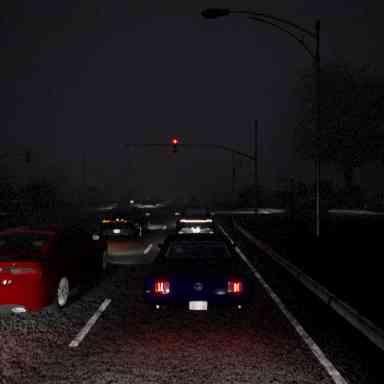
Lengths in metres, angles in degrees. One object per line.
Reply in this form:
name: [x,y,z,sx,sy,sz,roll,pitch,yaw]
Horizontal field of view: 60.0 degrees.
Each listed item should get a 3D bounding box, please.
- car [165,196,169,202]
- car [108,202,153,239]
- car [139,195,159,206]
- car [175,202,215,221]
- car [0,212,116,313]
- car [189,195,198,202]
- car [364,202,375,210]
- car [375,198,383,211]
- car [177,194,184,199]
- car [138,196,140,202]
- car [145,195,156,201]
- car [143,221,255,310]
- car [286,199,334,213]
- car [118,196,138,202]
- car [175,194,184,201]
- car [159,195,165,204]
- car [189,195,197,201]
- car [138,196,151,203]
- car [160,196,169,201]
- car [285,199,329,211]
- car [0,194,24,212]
car: [-6.822,1.465,73.194,1.882,1.535,5.008,0,0,0]
car: [-3.359,1.502,17.271,1.837,1.490,4.892,0,0,0]
car: [-6.957,1.554,54.672,1.994,1.385,4.181,0,0,-1]
car: [0.151,1.489,17.009,2.128,1.511,4.902,0,0,-1]
car: [-3.383,1.476,7.773,1.882,1.535,5.008,0,0,0]
car: [0.254,1.493,66.398,1.837,1.490,4.892,0,0,0]
car: [22.926,1.476,39.106,4.902,1.511,2.128,0,0,3]
car: [22.885,1.463,35.602,5.008,1.535,1.882,0,0,3]
car: [-3.224,1.311,95.040,1.882,1.535,5.008,0,0,1]
car: [-10.401,1.515,62.419,1.812,1.442,4.674,0,0,0]
car: [-10.297,1.525,82.809,2.033,1.411,5.357,0,0,0]
car: [0.118,1.599,7.747,1.895,1.301,4.718,0,0,0]
car: [12.808,1.485,36.174,4.902,1.511,2.128,0,0,3]
car: [-10.485,1.482,53.154,2.128,1.511,4.902,0,0,1]
car: [-3.290,1.517,84.631,2.033,1.411,5.357,0,0,0]
car: [-6.891,1.590,63.433,1.895,1.301,4.718,0,0,1]
car: [0.243,1.509,90.834,2.128,1.511,4.902,0,0,0]
car: [-10.324,1.527,72.506,2.033,1.411,5.357,0,0,0]
car: [-6.796,1.581,83.177,1.895,1.301,4.718,0,0,0]
car: [13.677,1.519,39.628,4.674,1.442,1.812,0,0,5]
car: [-22.282,1.215,38.232,5.566,2.045,2.150,0,0,3]
